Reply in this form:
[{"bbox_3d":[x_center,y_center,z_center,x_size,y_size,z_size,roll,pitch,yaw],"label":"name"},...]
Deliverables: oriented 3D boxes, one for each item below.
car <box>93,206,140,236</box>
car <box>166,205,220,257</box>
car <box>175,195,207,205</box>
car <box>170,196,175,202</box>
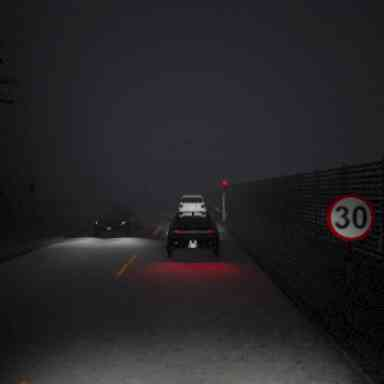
[{"bbox_3d":[-4.045,1.521,18.590,1.812,1.442,4.674,0,0,0],"label":"car"},{"bbox_3d":[0.048,1.488,12.970,2.128,1.511,4.902,0,0,1],"label":"car"},{"bbox_3d":[0.036,1.217,26.942,2.150,2.045,5.566,0,0,1],"label":"car"},{"bbox_3d":[-3.985,1.523,75.186,2.033,1.411,5.357,0,0,0],"label":"car"}]
